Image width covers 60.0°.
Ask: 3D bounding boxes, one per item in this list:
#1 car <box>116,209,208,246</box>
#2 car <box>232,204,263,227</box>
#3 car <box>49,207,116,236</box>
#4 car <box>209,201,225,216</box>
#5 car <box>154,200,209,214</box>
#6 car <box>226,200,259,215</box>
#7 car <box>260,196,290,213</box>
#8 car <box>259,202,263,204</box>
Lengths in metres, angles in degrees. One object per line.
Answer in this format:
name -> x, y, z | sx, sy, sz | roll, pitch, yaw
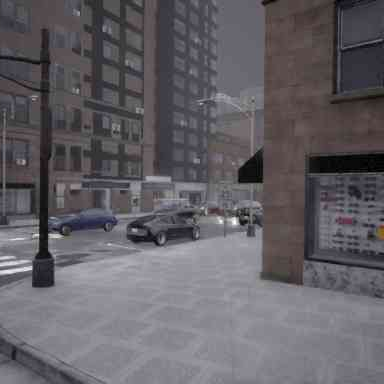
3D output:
car -> -1.323, 1.764, 16.449 | 1.947, 1.339, 4.313 | 0, 0, 36
car -> 5.118, 1.850, 25.358 | 1.947, 1.339, 4.313 | 0, 0, 36
car -> -6.458, 1.634, 19.499 | 1.812, 1.442, 4.674 | 1, 0, 38
car -> 1.431, 1.645, 34.807 | 1.967, 1.590, 4.097 | 0, 0, 36
car -> -1.085, 1.671, 26.933 | 2.128, 1.511, 4.902 | 1, 0, 36
car -> 4.786, 1.613, 35.036 | 2.097, 1.767, 4.553 | 1, 0, 36
car -> 10.918, 1.573, 43.480 | 2.150, 2.045, 5.566 | 1, 0, 33
car -> 7.770, 1.823, 43.578 | 1.752, 1.417, 4.829 | 0, 0, 36
